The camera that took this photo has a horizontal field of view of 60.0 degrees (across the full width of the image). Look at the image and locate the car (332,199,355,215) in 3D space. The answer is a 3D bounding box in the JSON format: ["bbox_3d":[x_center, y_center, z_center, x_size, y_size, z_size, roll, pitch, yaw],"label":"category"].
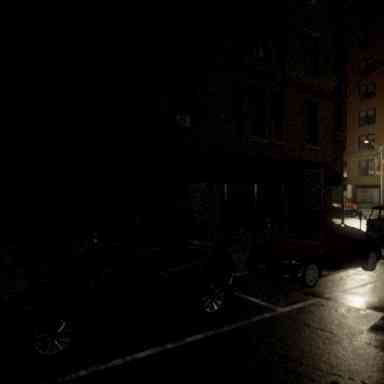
[{"bbox_3d":[11.730,1.537,27.972,1.994,1.385,4.181,0,0,-35],"label":"car"}]

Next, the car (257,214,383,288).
[{"bbox_3d":[3.490,1.540,9.211,4.507,1.381,1.887,0,0,-35],"label":"car"}]

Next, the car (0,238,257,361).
[{"bbox_3d":[-1.132,1.565,5.944,4.313,1.339,1.947,0,0,-35],"label":"car"}]

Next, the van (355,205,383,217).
[{"bbox_3d":[8.113,1.333,12.477,3.998,1.788,1.690,0,0,-35],"label":"van"}]
